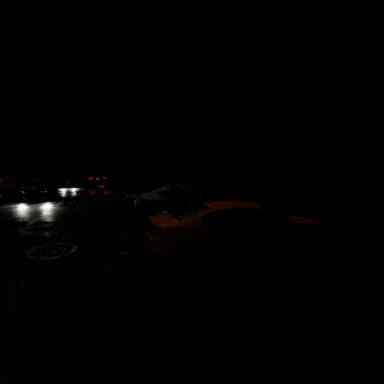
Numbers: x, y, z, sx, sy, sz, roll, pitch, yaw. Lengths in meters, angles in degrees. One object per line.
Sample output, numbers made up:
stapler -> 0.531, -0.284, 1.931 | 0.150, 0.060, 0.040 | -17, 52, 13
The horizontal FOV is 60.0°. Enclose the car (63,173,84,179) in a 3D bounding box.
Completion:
car -> -29.932, -3.982, 83.914 | 4.674, 1.452, 2.002 | -1, 3, -13

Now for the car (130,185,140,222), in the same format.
car -> -0.004, 0.612, 14.142 | 4.792, 1.488, 2.163 | -1, 4, -13

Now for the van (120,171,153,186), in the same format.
van -> -7.733, -1.967, 46.362 | 4.442, 1.987, 1.878 | -1, 4, -13

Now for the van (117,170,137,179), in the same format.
van -> -15.407, -4.121, 78.772 | 4.442, 1.987, 1.878 | -1, 4, -13

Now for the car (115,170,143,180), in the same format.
car -> -13.409, -3.611, 70.712 | 5.566, 2.045, 2.435 | -1, 4, -13

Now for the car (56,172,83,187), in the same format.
car -> -15.208, -1.469, 41.391 | 1.994, 1.385, 4.181 | -1, 4, -13

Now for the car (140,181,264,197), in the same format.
car -> 0.663, 0.650, 11.577 | 4.553, 1.767, 2.185 | -1, 5, -13

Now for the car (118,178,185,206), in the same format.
car -> -1.431, 0.178, 19.481 | 5.366, 1.575, 1.946 | -1, 5, -13

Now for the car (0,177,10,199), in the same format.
car -> -15.441, 0.065, 21.892 | 5.366, 1.575, 1.946 | -1, 5, -13

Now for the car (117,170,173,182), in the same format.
car -> -2.497, -0.480, 24.887 | 5.566, 2.045, 2.435 | -1, 5, -13

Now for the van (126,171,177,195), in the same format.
van -> -3.714, -0.869, 30.405 | 4.442, 1.987, 1.878 | -1, 4, -13

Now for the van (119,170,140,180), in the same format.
van -> -13.904, -3.768, 73.437 | 4.442, 1.987, 1.878 | -1, 4, -13

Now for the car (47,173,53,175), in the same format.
car -> -19.059, -1.067, 38.102 | 4.792, 1.488, 2.163 | -1, 4, -13

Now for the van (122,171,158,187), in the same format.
van -> -6.869, -1.793, 43.725 | 4.442, 1.987, 1.878 | -1, 4, -13

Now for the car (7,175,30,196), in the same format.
car -> -16.745, -0.348, 27.398 | 5.366, 1.575, 1.946 | -1, 5, -13

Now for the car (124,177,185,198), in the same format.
car -> -3.188, -0.402, 27.582 | 4.792, 1.488, 2.163 | -1, 5, -13

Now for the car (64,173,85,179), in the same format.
car -> -30.602, -4.126, 86.606 | 4.792, 1.488, 2.163 | -1, 3, -13

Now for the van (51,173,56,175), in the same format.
van -> -19.615, -1.503, 40.801 | 4.442, 1.987, 1.878 | -1, 4, -13

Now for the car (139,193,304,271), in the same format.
car -> 1.265, 0.979, 8.889 | 5.008, 1.535, 2.097 | -1, 5, -13

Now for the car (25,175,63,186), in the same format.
car -> -21.670, -1.782, 48.873 | 4.792, 1.488, 2.163 | -1, 4, -13

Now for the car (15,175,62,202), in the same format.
car -> -11.449, -0.203, 25.128 | 1.882, 1.535, 5.008 | -1, 5, -13

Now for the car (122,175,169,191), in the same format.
car -> -5.042, -0.991, 35.656 | 4.792, 1.488, 2.163 | -1, 4, -13

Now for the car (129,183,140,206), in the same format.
car -> -0.615, 0.419, 16.838 | 4.674, 1.452, 2.002 | -1, 5, -13

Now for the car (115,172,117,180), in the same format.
car -> -8.284, -2.173, 49.070 | 5.566, 2.045, 2.435 | -1, 4, -13

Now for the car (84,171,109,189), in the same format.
car -> -10.988, -1.485, 39.162 | 2.150, 2.045, 5.566 | -1, 4, -13

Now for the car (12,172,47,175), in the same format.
car -> -18.421, -1.040, 35.399 | 4.553, 1.767, 2.185 | -1, 4, -13

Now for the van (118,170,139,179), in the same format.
van -> -14.513, -3.939, 76.006 | 4.442, 1.987, 1.878 | -1, 4, -13

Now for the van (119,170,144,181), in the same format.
van -> -11.357, -3.053, 62.677 | 4.442, 1.987, 1.878 | -1, 4, -13

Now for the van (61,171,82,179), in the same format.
van -> -29.413, -4.110, 81.175 | 4.442, 1.987, 1.878 | -1, 3, -13

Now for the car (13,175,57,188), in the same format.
car -> -20.393, -1.424, 43.481 | 4.792, 1.488, 2.163 | -1, 4, -13

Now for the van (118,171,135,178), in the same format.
van -> -17.692, -4.671, 89.450 | 4.442, 1.987, 1.878 | -1, 3, -13

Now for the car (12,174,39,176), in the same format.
car -> -16.995, -0.545, 30.058 | 5.366, 1.575, 1.946 | -1, 4, -13

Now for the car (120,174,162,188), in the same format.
car -> -6.339, -1.387, 41.025 | 5.008, 1.535, 2.097 | -1, 4, -13

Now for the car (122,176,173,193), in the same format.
car -> -4.435, -0.809, 33.094 | 4.792, 1.488, 2.163 | -1, 4, -13

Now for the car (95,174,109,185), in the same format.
car -> -13.862, -2.010, 51.331 | 1.837, 1.490, 4.892 | -1, 4, -13

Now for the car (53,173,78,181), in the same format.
car -> -26.746, -3.206, 70.448 | 4.674, 1.452, 2.002 | -1, 4, -13

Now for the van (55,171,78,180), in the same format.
van -> -27.502, -3.647, 73.098 | 4.442, 1.987, 1.878 | -1, 4, -13
